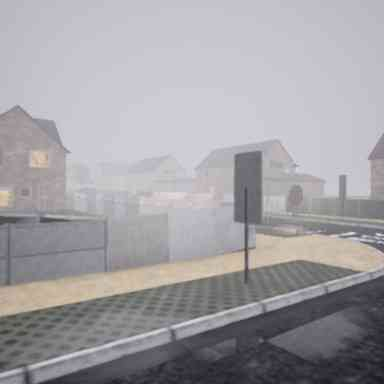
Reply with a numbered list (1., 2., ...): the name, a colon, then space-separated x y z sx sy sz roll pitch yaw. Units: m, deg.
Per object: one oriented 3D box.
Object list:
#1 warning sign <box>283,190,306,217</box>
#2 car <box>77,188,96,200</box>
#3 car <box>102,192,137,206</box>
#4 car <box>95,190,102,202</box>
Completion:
1. warning sign: 7.510 0.828 24.406 1.300 1.860 1.060 -1 1 -36
2. car: -17.146 0.300 54.181 2.150 2.045 5.566 0 1 -36
3. car: -7.832 0.958 36.474 1.895 1.301 4.718 0 1 -36
4. car: -11.108 0.769 45.920 2.033 1.411 5.357 0 1 -35
